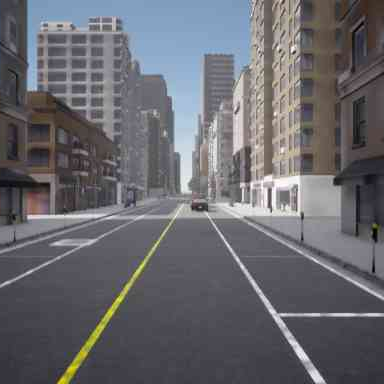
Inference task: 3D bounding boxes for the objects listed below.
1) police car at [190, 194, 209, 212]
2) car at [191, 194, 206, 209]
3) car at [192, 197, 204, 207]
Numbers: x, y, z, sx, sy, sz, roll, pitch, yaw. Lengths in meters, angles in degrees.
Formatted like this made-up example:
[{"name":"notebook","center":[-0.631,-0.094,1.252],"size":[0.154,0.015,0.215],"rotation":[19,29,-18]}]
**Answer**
[{"name":"police car","center":[0.900,1.435,38.635],"size":[1.930,1.638,5.238],"rotation":[0,0,0]},{"name":"car","center":[0.896,1.300,48.553],"size":[2.150,2.045,5.566],"rotation":[0,0,0]},{"name":"car","center":[0.900,1.554,54.525],"size":[1.812,1.442,4.674],"rotation":[0,0,0]}]
